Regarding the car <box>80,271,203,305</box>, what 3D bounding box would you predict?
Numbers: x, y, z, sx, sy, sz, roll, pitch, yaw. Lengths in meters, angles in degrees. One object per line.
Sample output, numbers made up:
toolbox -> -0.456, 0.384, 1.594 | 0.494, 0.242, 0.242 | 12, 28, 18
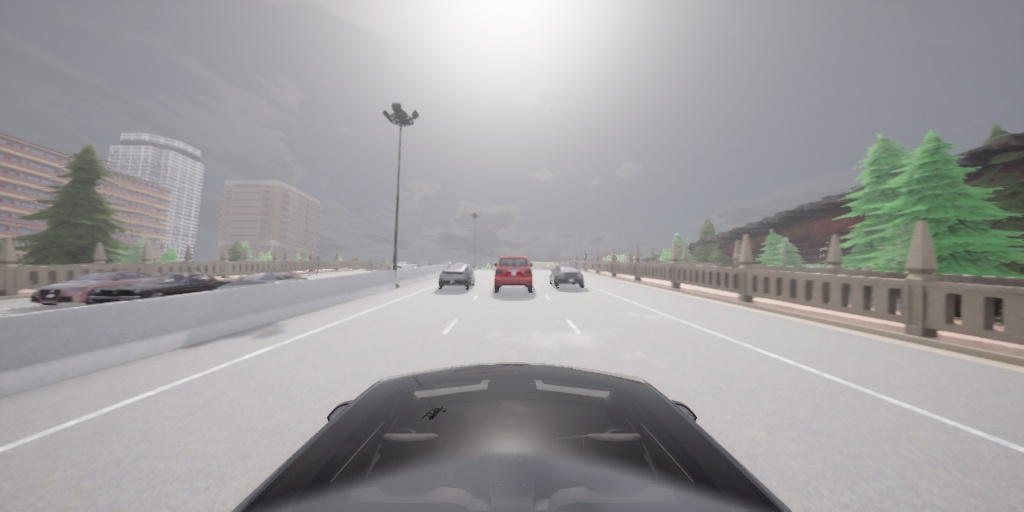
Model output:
car -> -14.103, 1.367, 14.937 | 1.895, 1.301, 4.718 | 0, 0, 0

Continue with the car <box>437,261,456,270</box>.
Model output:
car -> -10.549, 1.569, 58.260 | 2.128, 1.511, 4.902 | 0, -3, 1

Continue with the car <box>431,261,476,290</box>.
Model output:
car -> -3.413, 1.275, 22.878 | 2.128, 1.511, 4.902 | 0, 0, 0

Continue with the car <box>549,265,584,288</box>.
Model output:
car -> 3.587, 1.311, 23.921 | 1.812, 1.442, 4.674 | 0, 0, 0

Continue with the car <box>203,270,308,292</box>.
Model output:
car -> -10.601, 1.331, 15.666 | 1.994, 1.385, 4.181 | 0, 0, 0

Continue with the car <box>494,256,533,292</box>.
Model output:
car -> 0.088, 1.002, 21.449 | 2.150, 2.045, 5.566 | 0, 0, 0

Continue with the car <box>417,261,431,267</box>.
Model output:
car -> -14.049, 1.579, 58.193 | 1.837, 1.490, 4.892 | 0, -2, 1

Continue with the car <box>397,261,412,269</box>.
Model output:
car -> -17.546, 1.580, 57.839 | 1.812, 1.442, 4.674 | 0, -2, 1

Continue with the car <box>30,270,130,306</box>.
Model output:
car -> -17.600, 1.331, 15.660 | 1.994, 1.385, 4.181 | 0, 0, 0
